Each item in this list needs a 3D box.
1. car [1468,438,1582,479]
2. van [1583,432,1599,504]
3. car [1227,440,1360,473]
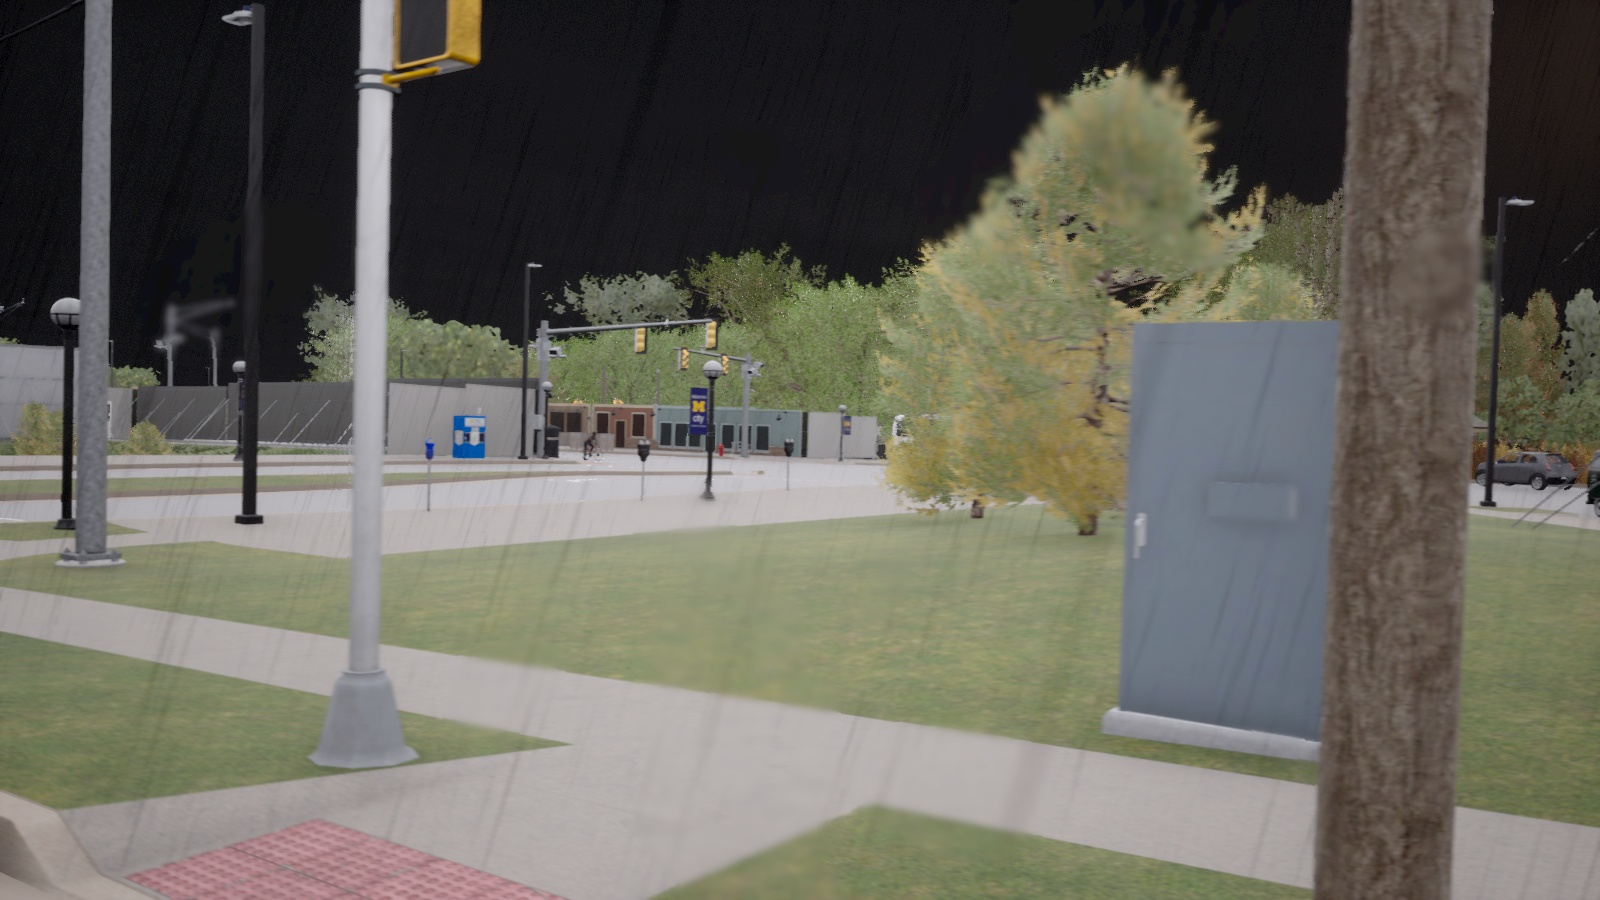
[{"bbox_3d":[29.479,0.307,51.171,1.845,1.501,3.633,-1,2,-22],"label":"car"},{"bbox_3d":[22.940,0.522,33.580,1.775,1.987,4.442,1,1,9],"label":"van"},{"bbox_3d":[22.521,0.285,57.401,5.357,1.411,2.033,0,1,34],"label":"car"}]
